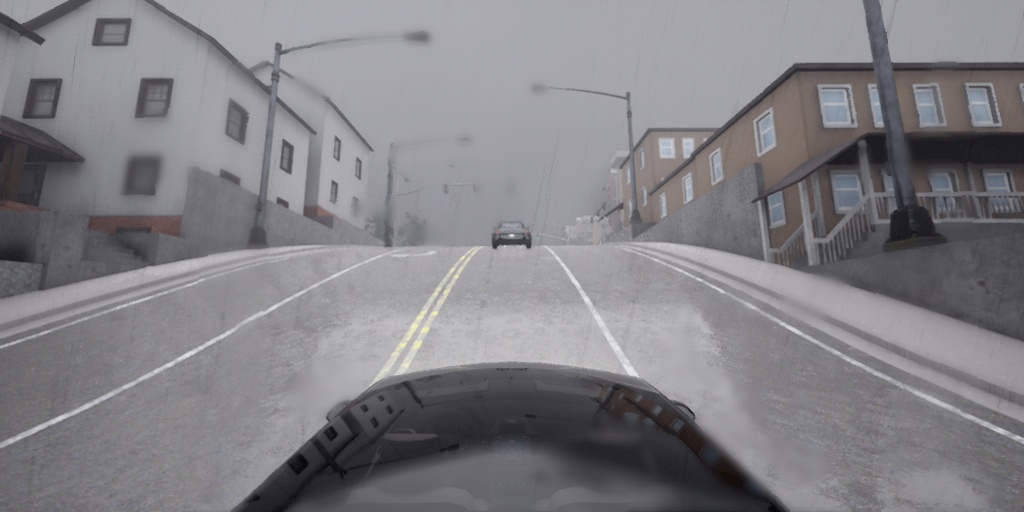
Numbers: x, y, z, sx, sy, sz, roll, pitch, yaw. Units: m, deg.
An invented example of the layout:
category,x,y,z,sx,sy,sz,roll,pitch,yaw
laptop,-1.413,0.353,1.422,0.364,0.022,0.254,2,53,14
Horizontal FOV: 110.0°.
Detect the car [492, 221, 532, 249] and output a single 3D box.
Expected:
category,x,y,z,sx,sy,sz,roll,pitch,yaw
car,-0.003,-1.128,18.835,1.994,1.385,4.181,0,4,0
